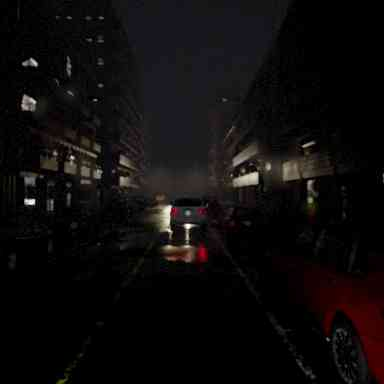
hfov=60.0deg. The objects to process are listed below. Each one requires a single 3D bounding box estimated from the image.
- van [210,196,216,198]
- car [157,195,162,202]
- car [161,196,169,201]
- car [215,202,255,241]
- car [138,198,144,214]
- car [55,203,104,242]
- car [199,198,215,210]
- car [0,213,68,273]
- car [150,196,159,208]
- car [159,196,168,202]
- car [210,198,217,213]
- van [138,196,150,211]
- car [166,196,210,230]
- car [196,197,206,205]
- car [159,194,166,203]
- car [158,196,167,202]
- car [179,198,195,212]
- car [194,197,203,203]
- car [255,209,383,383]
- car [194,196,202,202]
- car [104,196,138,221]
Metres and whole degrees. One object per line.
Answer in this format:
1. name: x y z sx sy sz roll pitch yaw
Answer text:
1. van: 2.035 1.368 39.226 1.690 1.788 3.998 0 0 -1
2. car: -6.639 1.680 56.153 1.802 1.307 4.206 0 0 -1
3. car: -7.228 1.784 90.287 1.802 1.307 4.206 0 0 -1
4. car: 2.428 1.439 16.470 1.967 1.590 4.097 0 0 -1
5. car: -6.243 1.576 33.227 1.752 1.417 4.829 0 0 -1
6. car: -5.951 1.472 16.329 1.967 1.590 4.097 0 0 -1
7. car: 1.937 1.583 44.916 1.887 1.381 4.507 0 0 -1
8. car: -5.853 1.579 10.639 2.008 1.369 4.403 0 0 -1
9. car: -6.537 1.609 50.292 1.752 1.417 4.829 0 0 -1
10. car: -7.129 1.746 84.599 1.947 1.339 4.313 0 0 -1
11. car: 2.133 1.600 33.538 1.802 1.307 4.206 0 0 -1
12. van: -6.343 1.401 39.083 1.690 1.788 3.998 0 0 -1
13. car: -0.265 1.237 21.417 2.150 2.045 5.566 0 0 -1
14. car: 1.642 1.662 61.983 1.802 1.307 4.206 0 0 -1
15. car: -6.933 1.459 73.220 2.192 1.841 5.009 0 0 -1
16. car: -7.028 1.686 78.739 1.752 1.417 4.829 0 0 -1
17. car: -0.578 1.544 40.053 1.837 1.490 4.892 0 0 -1
18. car: 1.446 1.693 73.362 1.802 1.307 4.206 0 0 -1
19. car: 2.624 1.307 5.091 2.192 1.841 5.009 0 0 -1
20. car: 1.348 1.710 79.052 1.802 1.307 4.206 0 0 -1
21. car: -6.147 1.358 27.706 2.192 1.841 5.009 0 0 -1
